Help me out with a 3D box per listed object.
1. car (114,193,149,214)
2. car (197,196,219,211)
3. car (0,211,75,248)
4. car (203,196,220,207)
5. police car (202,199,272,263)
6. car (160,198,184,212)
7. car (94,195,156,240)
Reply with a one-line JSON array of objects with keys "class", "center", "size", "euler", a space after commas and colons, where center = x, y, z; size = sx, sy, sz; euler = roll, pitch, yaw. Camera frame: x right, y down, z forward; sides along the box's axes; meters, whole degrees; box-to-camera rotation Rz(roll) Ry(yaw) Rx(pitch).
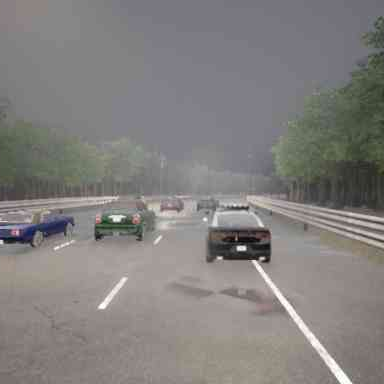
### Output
[{"class": "car", "center": [-5.590, 1.029, 31.331], "size": [2.097, 1.767, 4.553], "euler": [0, 0, 4]}, {"class": "car", "center": [1.577, 1.161, 34.541], "size": [2.128, 1.511, 4.902], "euler": [0, 0, 6]}, {"class": "car", "center": [-6.609, 1.427, 13.834], "size": [1.895, 1.301, 4.718], "euler": [0, 1, 2]}, {"class": "car", "center": [2.734, 1.263, 46.375], "size": [1.994, 1.385, 4.181], "euler": [0, 0, 9]}, {"class": "police car", "center": [1.410, 1.277, 11.513], "size": [1.930, 1.638, 5.238], "euler": [0, 1, 2]}, {"class": "car", "center": [-1.925, 1.234, 33.218], "size": [1.994, 1.385, 4.181], "euler": [0, 0, 5]}, {"class": "car", "center": [-3.017, 1.151, 15.870], "size": [2.097, 1.767, 4.553], "euler": [0, 1, 2]}]
